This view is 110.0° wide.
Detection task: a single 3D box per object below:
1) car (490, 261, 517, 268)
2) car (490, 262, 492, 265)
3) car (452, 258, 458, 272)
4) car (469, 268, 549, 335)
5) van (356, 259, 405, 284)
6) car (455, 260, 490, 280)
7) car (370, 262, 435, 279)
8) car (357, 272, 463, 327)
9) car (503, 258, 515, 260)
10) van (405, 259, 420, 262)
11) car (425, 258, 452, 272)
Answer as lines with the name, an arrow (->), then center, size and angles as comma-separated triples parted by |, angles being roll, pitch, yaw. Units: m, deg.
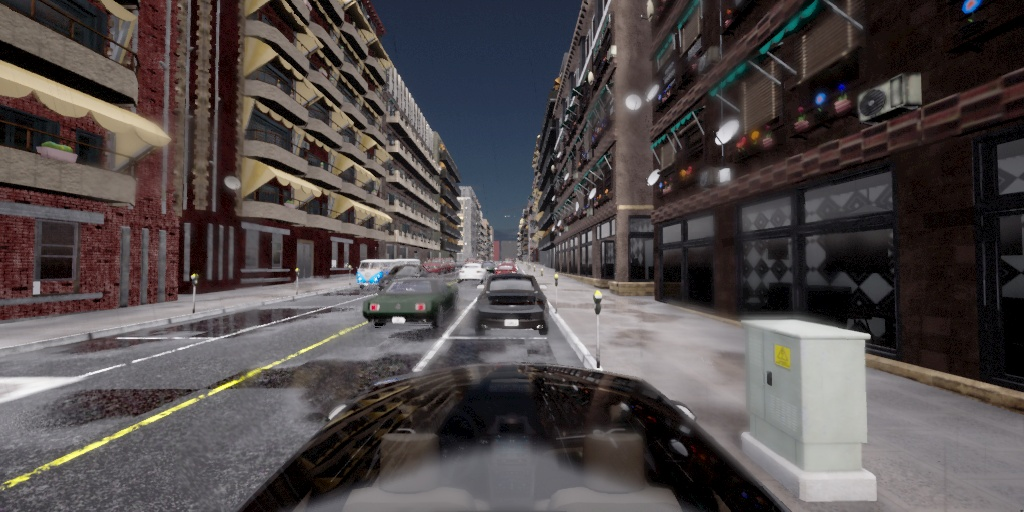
car -> -0.453, 1.322, 28.072 | 1.888, 1.381, 4.507 | 0, 0, 0
car -> -2.925, 1.376, 44.109 | 1.994, 1.385, 4.181 | 0, 0, 0
car -> -8.337, 1.128, 44.724 | 2.192, 1.841, 5.009 | 0, 0, 0
car -> 0.000, 1.259, 10.503 | 1.837, 1.490, 4.892 | 0, 0, 0
van -> -8.336, 1.108, 22.602 | 1.690, 1.789, 3.998 | 0, 0, 0
car -> -3.021, 1.302, 28.187 | 1.812, 1.442, 4.674 | 0, 0, 0
car -> -5.870, 1.268, 19.923 | 1.837, 1.490, 4.892 | 0, 0, 0
car -> -2.921, 1.356, 11.465 | 1.895, 1.301, 4.718 | 0, 0, 0
car -> -0.447, 1.240, 39.134 | 1.967, 1.591, 4.097 | 0, 0, 0
van -> -8.336, 1.118, 28.134 | 1.690, 1.789, 3.998 | 0, 0, 0
car -> -8.337, 1.115, 39.194 | 2.192, 1.841, 5.009 | 0, 0, 0
